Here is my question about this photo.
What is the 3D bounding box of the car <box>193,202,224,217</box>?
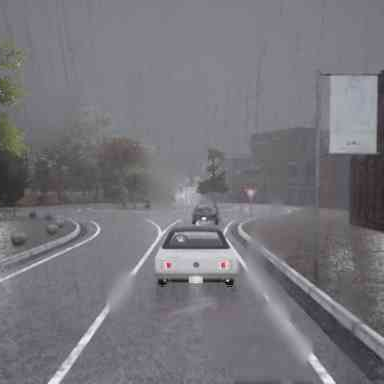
[{"bbox_3d":[1.208,1.554,24.869,1.837,1.490,4.892,0,-1,9],"label":"car"}]

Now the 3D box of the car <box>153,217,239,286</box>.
[{"bbox_3d":[0.100,1.614,9.421,1.895,1.301,4.718,0,0,0],"label":"car"}]
